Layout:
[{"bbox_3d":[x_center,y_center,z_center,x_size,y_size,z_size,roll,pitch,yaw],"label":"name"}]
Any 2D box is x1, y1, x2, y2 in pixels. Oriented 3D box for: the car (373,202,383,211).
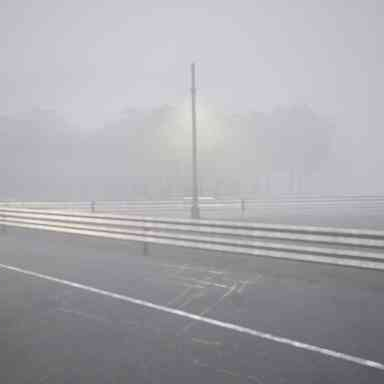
[{"bbox_3d":[17.842,0.892,28.183,4.892,1.490,1.837,-1,0,-5],"label":"car"}]
